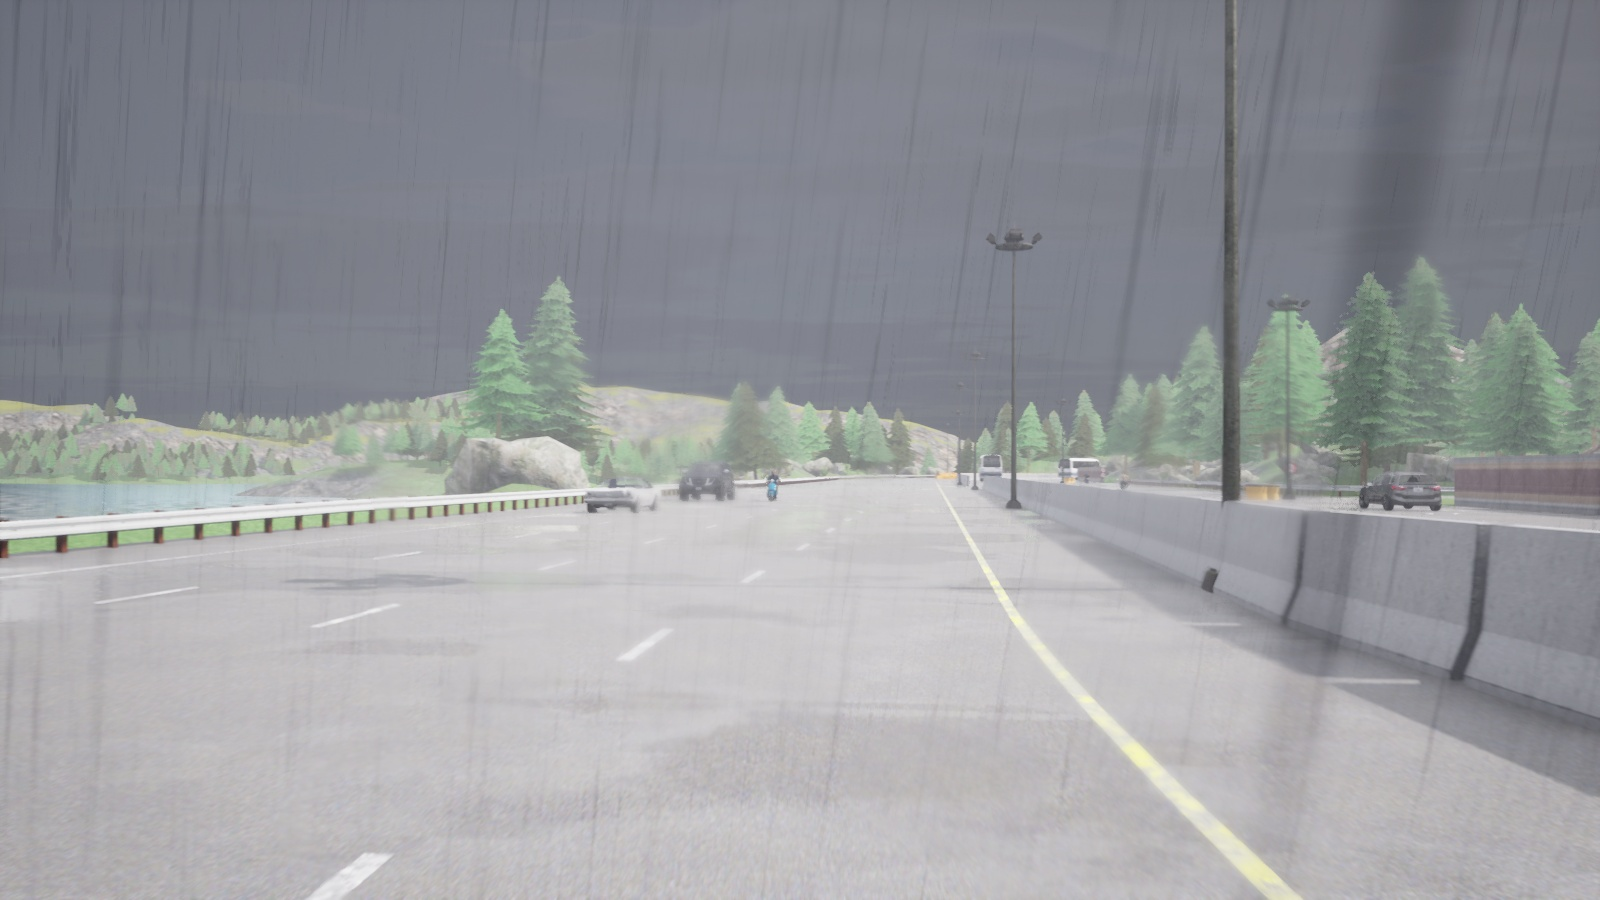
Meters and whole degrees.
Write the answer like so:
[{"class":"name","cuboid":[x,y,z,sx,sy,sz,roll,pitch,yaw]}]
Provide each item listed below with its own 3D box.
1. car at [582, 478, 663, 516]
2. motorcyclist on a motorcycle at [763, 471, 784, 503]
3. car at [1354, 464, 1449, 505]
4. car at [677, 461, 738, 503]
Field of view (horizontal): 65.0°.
[{"class":"car","cuboid":[-6.541,1.721,46.690,1.895,1.301,4.718,0,-1,6]},{"class":"motorcyclist on a motorcycle","cuboid":[-1.324,1.828,62.993,0.866,1.590,1.817,0,-1,6]},{"class":"car","cuboid":[25.928,1.471,54.350,2.242,1.667,4.611,0,-1,6]},{"class":"car","cuboid":[-4.686,1.631,64.505,2.150,2.045,5.566,0,-1,6]}]
